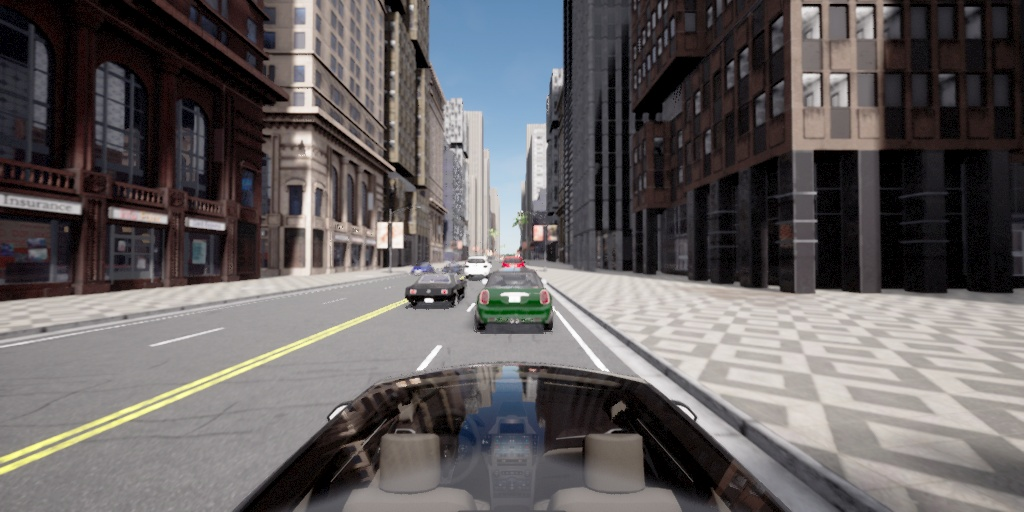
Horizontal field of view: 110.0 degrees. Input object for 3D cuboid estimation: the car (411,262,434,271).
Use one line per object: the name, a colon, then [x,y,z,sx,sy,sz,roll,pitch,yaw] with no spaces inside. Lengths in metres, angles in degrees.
car: [-9.846,1.438,39.865,1.812,1.442,4.674,0,0,0]

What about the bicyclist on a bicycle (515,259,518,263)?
bicyclist on a bicycle: [0.891,1.431,56.737,0.582,1.620,1.656,0,-1,0]

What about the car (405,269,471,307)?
car: [-3.159,1.412,15.924,1.895,1.301,4.718,0,0,0]

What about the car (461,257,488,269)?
car: [-3.155,1.113,34.179,2.150,2.045,5.566,0,0,0]

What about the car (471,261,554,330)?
car: [0.076,1.143,11.371,2.097,1.767,4.553,0,0,0]

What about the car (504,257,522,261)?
car: [0.095,1.111,34.044,2.150,2.045,5.566,0,0,0]

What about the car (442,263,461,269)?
car: [-6.596,1.477,40.004,1.994,1.385,4.181,0,0,0]
